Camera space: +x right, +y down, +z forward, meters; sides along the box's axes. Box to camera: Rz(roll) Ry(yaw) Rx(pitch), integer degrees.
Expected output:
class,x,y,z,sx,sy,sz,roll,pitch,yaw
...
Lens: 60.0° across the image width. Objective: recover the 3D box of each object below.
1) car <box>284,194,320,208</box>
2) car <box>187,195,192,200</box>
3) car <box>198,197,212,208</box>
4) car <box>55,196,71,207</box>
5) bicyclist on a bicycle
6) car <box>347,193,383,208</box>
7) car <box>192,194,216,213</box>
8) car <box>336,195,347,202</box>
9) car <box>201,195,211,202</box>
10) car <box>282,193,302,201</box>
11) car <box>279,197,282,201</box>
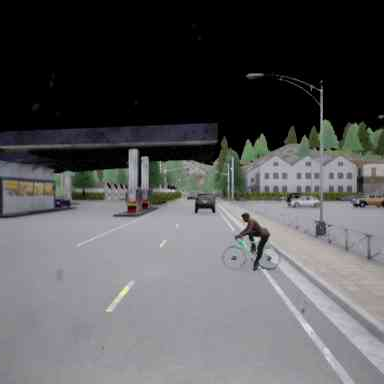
class,x,y,z,sx,sy,sz,roll,pitch,yaw
car,14.245,1.331,42.387,3.806,1.475,1.970,0,0,2
car,-0.264,1.475,86.952,2.033,1.411,5.357,0,0,2
car,1.889,1.527,48.756,1.994,1.385,4.181,0,0,2
car,-19.004,1.442,47.321,2.242,1.667,4.611,0,0,2
bicyclist on a bicycle,1.675,1.415,9.396,1.656,1.620,0.582,0,0,2
car,22.722,1.068,42.155,4.605,1.855,1.932,0,0,2
car,1.445,1.191,36.849,2.150,2.045,5.566,0,0,2
car,32.212,1.301,67.733,5.357,1.411,2.033,0,0,2
car,3.083,1.432,74.831,2.128,1.511,4.902,0,0,2
car,14.962,1.044,45.690,3.866,1.878,1.905,0,0,2
car,20.054,1.312,68.154,4.181,1.385,1.994,0,0,2
